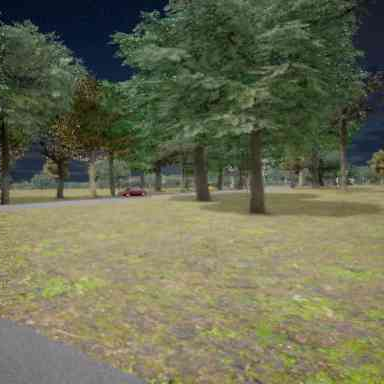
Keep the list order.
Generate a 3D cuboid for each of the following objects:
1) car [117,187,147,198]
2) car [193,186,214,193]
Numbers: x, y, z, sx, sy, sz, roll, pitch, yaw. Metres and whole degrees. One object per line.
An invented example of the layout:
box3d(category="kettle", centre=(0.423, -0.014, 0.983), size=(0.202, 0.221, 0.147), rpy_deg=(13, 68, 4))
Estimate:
box3d(category="car", centre=(-8.971, 0.069, 49.898), size=(1.882, 1.535, 5.008), rpy_deg=(-1, 2, 38))
box3d(category="car", centre=(2.260, -0.554, 64.330), size=(1.882, 1.535, 5.008), rpy_deg=(-1, 2, 38))
